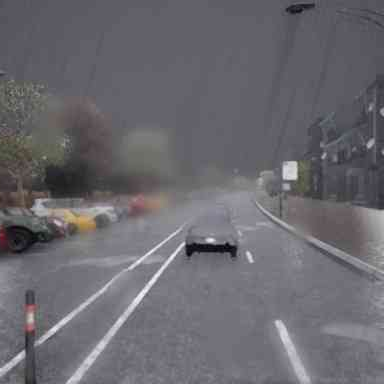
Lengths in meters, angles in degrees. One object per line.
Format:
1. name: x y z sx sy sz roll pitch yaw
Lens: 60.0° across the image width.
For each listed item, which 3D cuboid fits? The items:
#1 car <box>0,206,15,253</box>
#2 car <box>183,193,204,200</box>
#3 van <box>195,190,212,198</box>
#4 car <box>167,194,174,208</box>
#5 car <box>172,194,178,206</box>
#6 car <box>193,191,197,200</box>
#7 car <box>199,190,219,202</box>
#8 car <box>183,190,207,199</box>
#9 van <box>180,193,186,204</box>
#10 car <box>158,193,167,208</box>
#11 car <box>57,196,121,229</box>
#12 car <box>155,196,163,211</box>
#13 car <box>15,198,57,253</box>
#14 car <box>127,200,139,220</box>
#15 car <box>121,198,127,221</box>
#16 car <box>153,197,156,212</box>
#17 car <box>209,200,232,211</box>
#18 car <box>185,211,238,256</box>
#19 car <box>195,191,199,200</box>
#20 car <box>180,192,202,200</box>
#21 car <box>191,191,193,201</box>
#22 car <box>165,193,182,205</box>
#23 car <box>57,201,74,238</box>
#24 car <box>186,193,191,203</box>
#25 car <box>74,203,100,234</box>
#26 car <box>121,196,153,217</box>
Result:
1. car: -9.027 1.344 10.412 5.566 2.045 2.435 -1 0 -15
2. car: 0.263 1.014 78.126 4.674 1.452 2.002 -1 0 -10
3. van: 3.211 0.564 92.720 4.442 1.987 1.878 -1 0 -9
4. car: -5.520 1.498 42.877 5.366 1.575 1.946 -1 1 -12
5. car: -4.928 1.450 45.859 5.008 1.535 2.097 -1 1 -12
6. car: -2.268 1.178 63.484 5.008 1.535 2.097 -1 1 -11
7. car: 3.320 0.873 64.789 2.150 2.045 5.566 0 1 10
8. car: 0.777 0.685 81.032 5.566 2.045 2.435 -1 1 -10
9. van: -3.776 1.088 54.650 4.442 1.987 1.878 -1 1 -12
10. car: -5.761 1.418 39.970 4.553 1.767 2.185 -1 1 -13
11. car: -7.811 1.434 22.268 5.566 2.045 2.435 -1 -1 -14
12. car: -6.105 1.589 37.025 5.008 1.535 2.097 -1 1 -13
13. car: -8.700 1.372 13.396 5.566 2.045 2.435 -1 -1 -15
14. car: -7.207 1.708 28.158 4.792 1.488 2.163 -1 0 -14
15. car: -7.485 1.560 25.220 4.553 1.767 2.185 -1 0 -14
16. car: -6.486 1.630 34.081 4.892 1.521 2.231 -1 0 -13
17. car: 2.320 1.721 27.689 2.033 1.411 5.357 0 0 7
18. car: 0.874 1.700 13.833 1.994 1.385 4.181 0 0 6
19. car: -1.758 1.164 66.424 4.792 1.488 2.163 -1 0 -11
20. car: -0.235 0.887 75.198 4.553 1.767 2.185 -1 1 -10
21. car: -2.716 1.095 60.552 4.553 1.767 2.185 -1 1 -11
22. car: -4.529 1.404 48.809 5.008 1.535 2.097 -1 1 -12
23. car: -8.471 1.527 16.332 4.553 1.767 2.185 -1 -1 -15
24. car: -3.215 1.266 57.623 5.008 1.535 2.097 -1 0 -11
25. car: -8.322 1.673 19.239 5.366 1.575 1.946 -1 0 -14
26. car: -6.866 1.407 31.111 5.566 2.045 2.435 -1 1 -13
